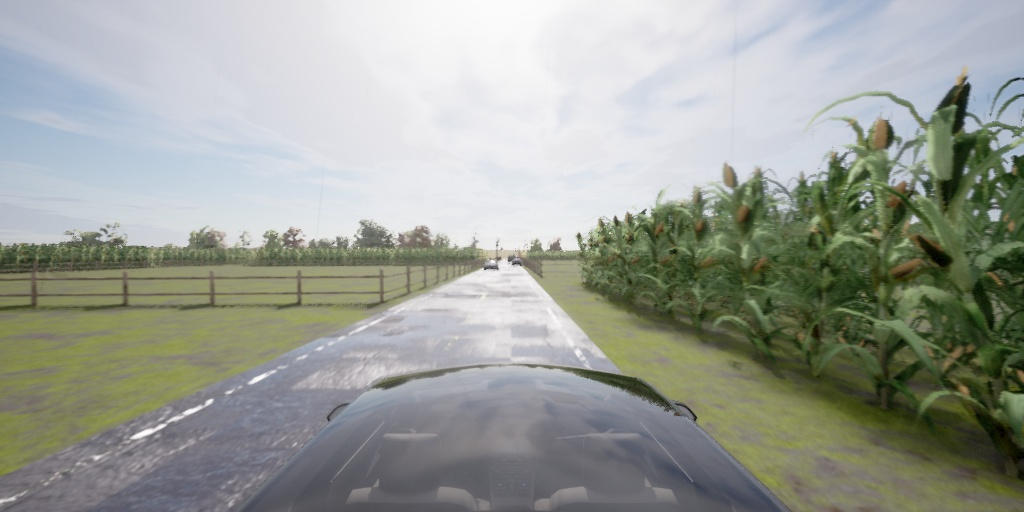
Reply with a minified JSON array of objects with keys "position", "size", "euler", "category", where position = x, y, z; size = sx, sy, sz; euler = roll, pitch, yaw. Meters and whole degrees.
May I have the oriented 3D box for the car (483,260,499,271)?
[{"position":[-2.825,1.294,49.522],"size":[1.994,1.385,4.181],"euler":[0,0,0],"category":"car"}]
